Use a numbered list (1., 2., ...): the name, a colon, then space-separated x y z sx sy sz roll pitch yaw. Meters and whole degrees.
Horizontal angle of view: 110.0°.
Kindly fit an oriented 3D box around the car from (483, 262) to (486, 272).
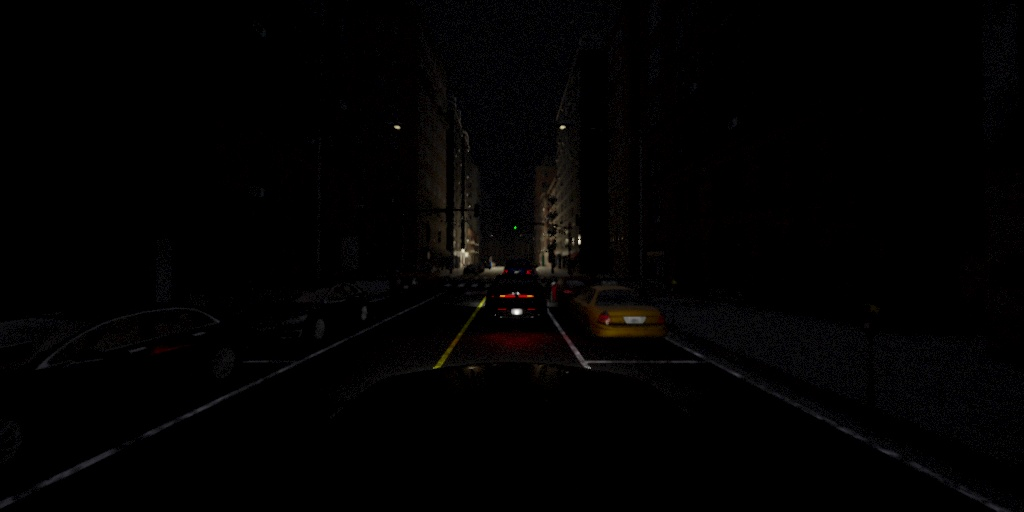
1. car: -5.367 1.845 52.602 1.888 1.381 4.507 0 0 0

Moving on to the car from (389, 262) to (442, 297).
1. car: -5.380 1.271 20.686 2.192 1.841 5.009 0 0 0

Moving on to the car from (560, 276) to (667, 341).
1. car: 2.641 1.364 10.019 1.751 1.417 4.829 0 0 0

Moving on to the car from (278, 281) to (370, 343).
1. car: -5.384 1.390 9.861 2.007 1.370 4.403 0 0 0

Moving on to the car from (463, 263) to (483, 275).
1. car: -5.369 1.793 47.148 2.007 1.370 4.403 0 0 0

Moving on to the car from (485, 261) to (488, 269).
1. car: -5.365 1.883 57.885 1.751 1.417 4.829 0 0 0

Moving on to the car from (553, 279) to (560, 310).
1. car: 2.643 1.479 15.261 1.802 1.307 4.207 0 0 0

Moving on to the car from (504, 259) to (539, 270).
1. car: 0.675 1.239 26.177 2.150 2.045 5.566 0 -1 8

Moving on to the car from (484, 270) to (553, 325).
1. car: 0.111 1.366 12.318 1.837 1.490 4.892 0 -2 -1

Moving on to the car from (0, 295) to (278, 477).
1. car: -5.386 1.331 4.448 2.007 1.370 4.403 0 0 0
